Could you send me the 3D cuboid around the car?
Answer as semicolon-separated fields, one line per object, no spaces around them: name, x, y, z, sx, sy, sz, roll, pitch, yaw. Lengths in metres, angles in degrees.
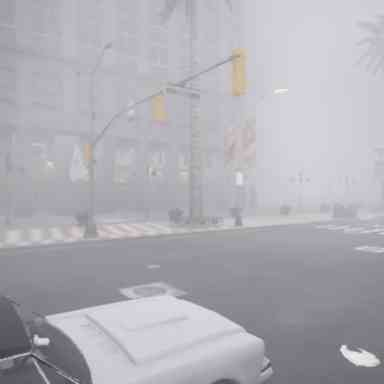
car;-1.555;1.601;2.643;4.718;1.301;1.895;0;0;-35
